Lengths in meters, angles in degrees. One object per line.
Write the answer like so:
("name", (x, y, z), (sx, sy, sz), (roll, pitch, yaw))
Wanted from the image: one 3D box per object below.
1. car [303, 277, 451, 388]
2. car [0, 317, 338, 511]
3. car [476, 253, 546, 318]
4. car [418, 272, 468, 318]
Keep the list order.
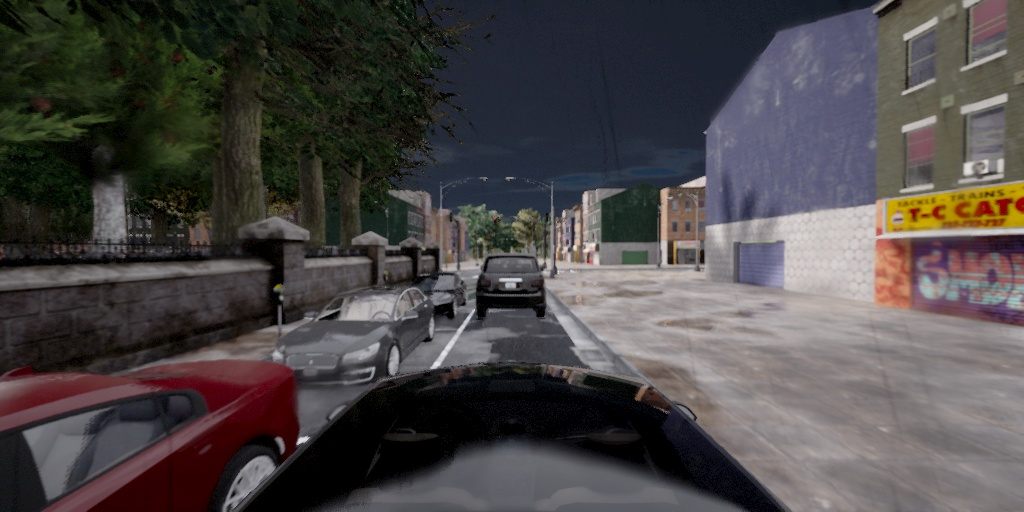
("car", (-2.624, 1.270, 6.877), (2.007, 1.370, 4.403), (0, 0, 0))
("car", (-2.642, 1.298, 1.189), (1.888, 1.381, 4.507), (0, 0, 0))
("car", (-0.006, 0.909, 12.822), (2.150, 2.045, 5.566), (0, 0, 1))
("car", (-2.606, 1.254, 12.566), (1.948, 1.339, 4.313), (0, 0, 0))
